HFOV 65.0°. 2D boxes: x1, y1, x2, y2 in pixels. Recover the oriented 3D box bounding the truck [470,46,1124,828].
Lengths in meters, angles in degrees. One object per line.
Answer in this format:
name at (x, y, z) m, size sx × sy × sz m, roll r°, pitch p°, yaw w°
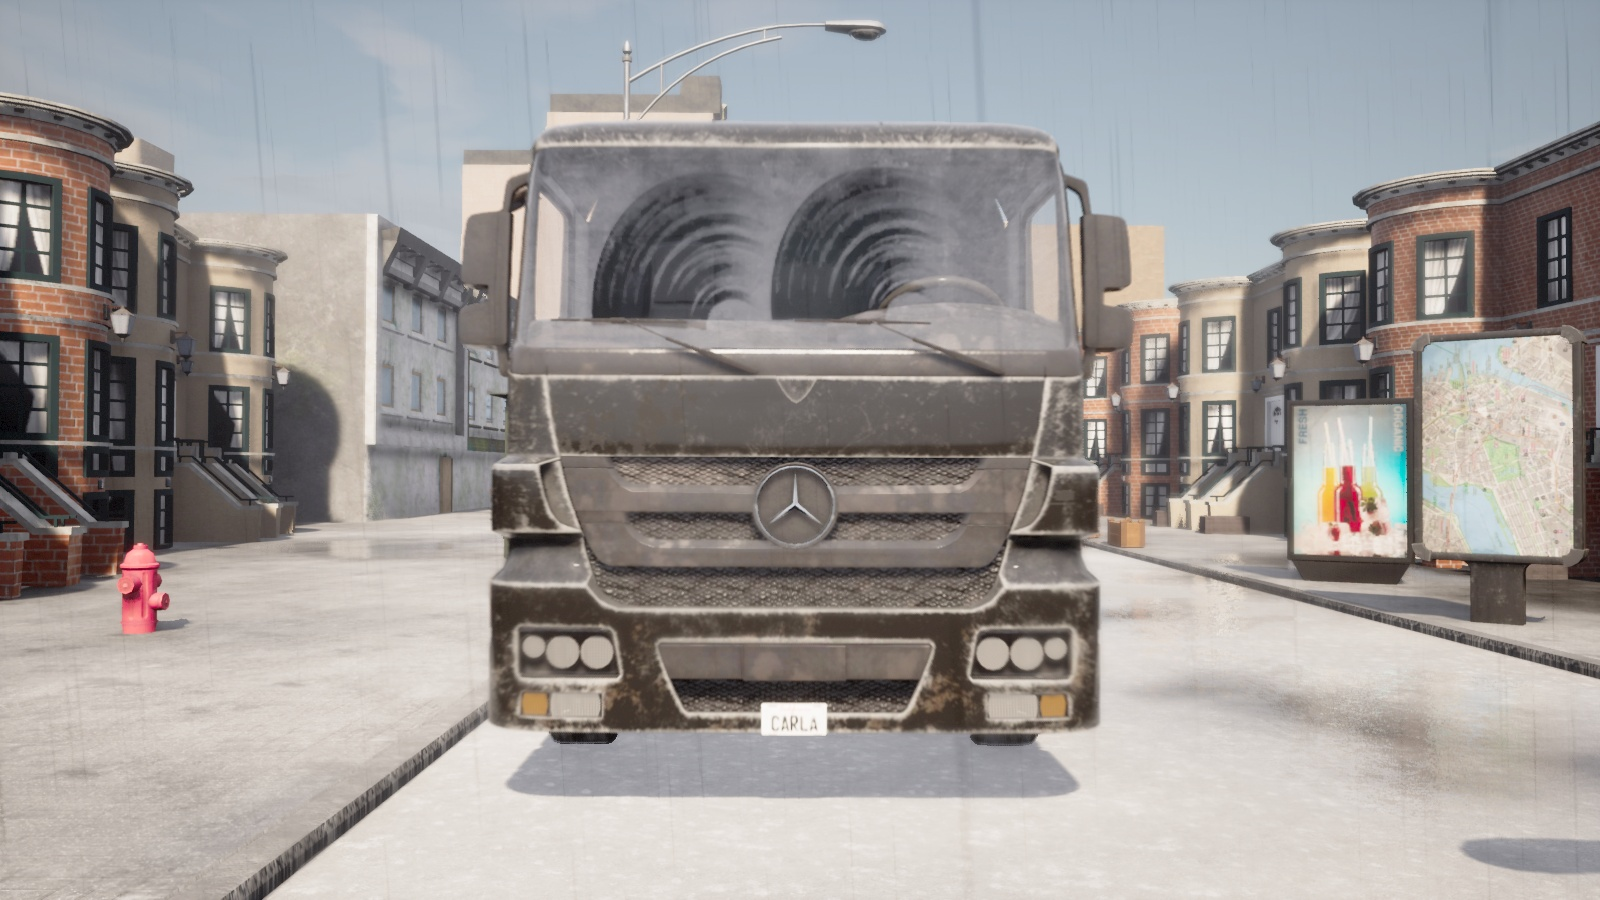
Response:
truck at (-0.029, -0.008, 9.546) m, size 2.891 × 3.462 × 7.936 m, roll 0°, pitch -1°, yaw 0°
